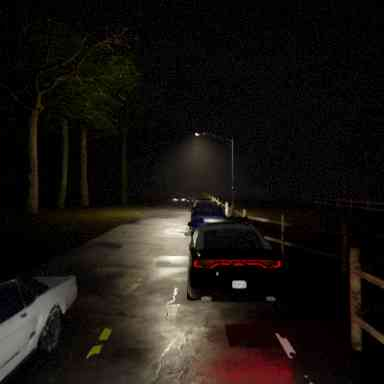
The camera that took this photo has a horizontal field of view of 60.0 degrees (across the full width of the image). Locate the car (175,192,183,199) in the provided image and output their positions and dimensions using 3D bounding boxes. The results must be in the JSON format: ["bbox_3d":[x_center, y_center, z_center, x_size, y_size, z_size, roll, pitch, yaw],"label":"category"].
[{"bbox_3d":[-2.641,0.694,70.265,1.882,1.535,5.008,0,1,0],"label":"car"}]

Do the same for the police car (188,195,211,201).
[{"bbox_3d":[0.864,1.287,24.449,1.930,1.638,5.238,0,1,0],"label":"police car"}]

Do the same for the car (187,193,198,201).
[{"bbox_3d":[0.100,0.887,63.981,1.994,1.385,4.181,0,1,0],"label":"car"}]

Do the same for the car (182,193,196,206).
[{"bbox_3d":[0.092,1.158,44.976,2.033,1.411,5.357,0,1,1],"label":"car"}]

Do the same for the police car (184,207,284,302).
[{"bbox_3d":[0.839,1.415,8.445,1.930,1.638,5.238,0,0,0],"label":"police car"}]

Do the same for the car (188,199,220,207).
[{"bbox_3d":[0.855,1.404,18.337,1.882,1.535,5.008,0,1,0],"label":"car"}]

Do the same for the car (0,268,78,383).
[{"bbox_3d":[-2.844,1.602,3.334,1.895,1.301,4.718,0,0,0],"label":"car"}]
